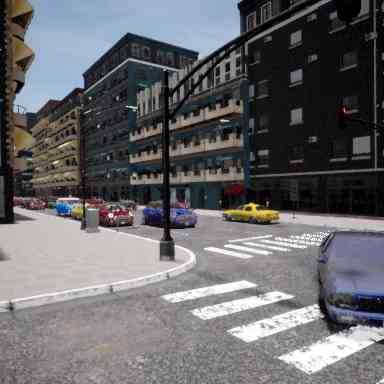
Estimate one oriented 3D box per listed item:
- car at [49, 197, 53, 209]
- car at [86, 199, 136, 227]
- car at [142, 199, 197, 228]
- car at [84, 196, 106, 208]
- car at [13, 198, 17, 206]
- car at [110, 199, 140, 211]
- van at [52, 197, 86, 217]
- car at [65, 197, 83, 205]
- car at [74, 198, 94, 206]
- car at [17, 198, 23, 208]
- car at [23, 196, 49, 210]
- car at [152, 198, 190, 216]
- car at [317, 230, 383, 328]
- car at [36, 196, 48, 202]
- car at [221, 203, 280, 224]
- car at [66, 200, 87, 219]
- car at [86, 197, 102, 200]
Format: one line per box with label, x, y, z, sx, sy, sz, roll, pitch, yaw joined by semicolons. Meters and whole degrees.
car;-19.989;1.500;48.511;2.097;1.767;4.553;-1;1;-35
car;-5.787;1.553;23.961;1.967;1.590;4.097;-1;1;-35
car;-1.607;1.417;22.554;2.097;1.767;4.553;-1;0;-35
car;-15.019;1.502;51.358;1.967;1.590;4.097;-1;1;-35
car;-31.476;1.783;60.019;1.887;1.381;4.507;-1;1;-35
car;-8.595;1.582;42.345;2.008;1.369;4.403;-1;1;-35
van;-12.211;1.483;32.974;1.690;1.788;3.998;-1;1;-35
car;-21.440;1.646;60.374;2.008;1.369;4.403;-1;1;-35
car;-18.229;1.644;55.866;1.947;1.339;4.313;-1;1;-35
car;-25.053;1.770;51.004;1.947;1.339;4.313;-1;1;-35
car;-21.844;1.628;46.496;1.967;1.590;4.097;-1;1;-35
car;-2.173;1.441;33.329;1.967;1.590;4.097;-1;1;-35
car;3.857;1.618;7.457;2.033;1.411;5.357;0;0;19
car;-37.497;1.729;82.910;1.887;1.381;4.507;-1;1;-35
car;4.152;1.498;24.455;1.752;1.417;4.829;-1;1;-35
car;-8.898;1.652;28.330;1.752;1.417;4.829;-1;1;-35
car;-10.496;1.582;35.048;1.882;1.535;5.008;-1;0;-35
